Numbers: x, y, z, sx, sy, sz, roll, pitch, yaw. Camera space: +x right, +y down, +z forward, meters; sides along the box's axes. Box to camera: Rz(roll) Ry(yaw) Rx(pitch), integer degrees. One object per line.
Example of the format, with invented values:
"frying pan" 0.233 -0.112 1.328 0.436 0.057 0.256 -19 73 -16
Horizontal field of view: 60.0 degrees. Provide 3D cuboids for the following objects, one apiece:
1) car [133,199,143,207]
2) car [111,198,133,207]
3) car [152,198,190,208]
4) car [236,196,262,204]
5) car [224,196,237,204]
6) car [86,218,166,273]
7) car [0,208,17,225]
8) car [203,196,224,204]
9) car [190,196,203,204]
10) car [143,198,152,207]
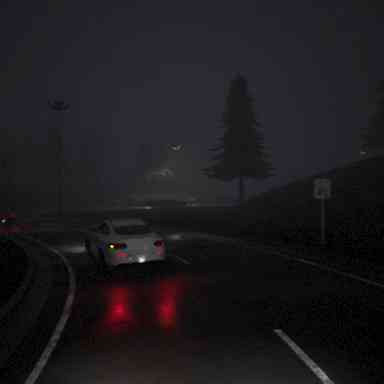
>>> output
"car" -7.133 1.777 56.200 4.181 1.385 1.994 -1 0 -37
"car" -11.463 1.749 57.259 5.008 1.535 1.882 0 0 -37
"car" -3.202 1.749 50.413 4.718 1.301 1.895 -1 0 -38
"car" 10.883 1.513 61.261 4.674 1.442 1.812 -1 0 -38
"car" 9.167 1.494 64.357 5.008 1.535 1.882 -1 0 -38
"car" -2.295 1.579 10.963 1.812 1.442 4.674 -1 0 -25
"car" -15.587 1.858 25.427 4.718 1.301 1.895 -1 0 31
"car" 5.275 1.567 65.775 4.902 1.511 2.128 -1 0 -38
"car" 1.655 1.599 67.383 5.008 1.535 1.882 -1 0 -38
"car" -5.141 1.744 53.326 4.181 1.385 1.994 -1 0 -38
